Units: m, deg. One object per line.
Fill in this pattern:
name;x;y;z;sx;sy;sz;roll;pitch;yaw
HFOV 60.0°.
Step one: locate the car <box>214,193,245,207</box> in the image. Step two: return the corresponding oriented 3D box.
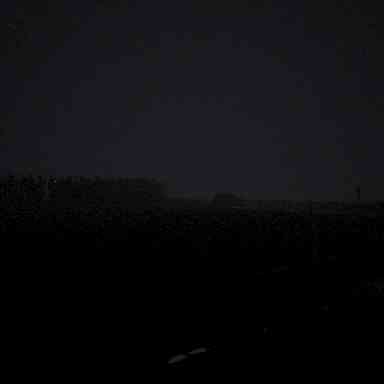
car;5.841;1.181;52.228;2.150;2.045;5.566;-1;0;-35
